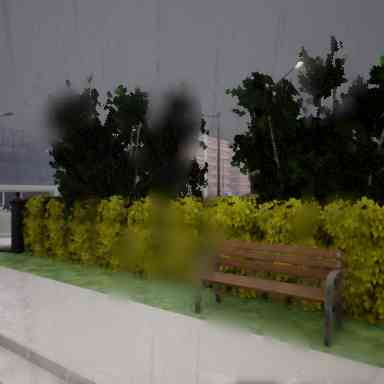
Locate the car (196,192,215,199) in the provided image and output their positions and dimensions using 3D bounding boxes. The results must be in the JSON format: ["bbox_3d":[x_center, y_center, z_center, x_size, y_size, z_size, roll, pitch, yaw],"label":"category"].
[{"bbox_3d":[2.801,0.792,69.514,1.994,1.385,4.181,0,1,35],"label":"car"}]

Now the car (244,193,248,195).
[{"bbox_3d":[9.999,0.881,55.217,1.837,1.490,4.892,0,2,35],"label":"car"}]

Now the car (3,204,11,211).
[{"bbox_3d":[-18.867,1.498,38.793,2.033,1.411,5.357,0,0,35],"label":"car"}]

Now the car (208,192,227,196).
[{"bbox_3d":[5.493,0.757,67.295,1.812,1.442,4.674,0,1,36],"label":"car"}]
